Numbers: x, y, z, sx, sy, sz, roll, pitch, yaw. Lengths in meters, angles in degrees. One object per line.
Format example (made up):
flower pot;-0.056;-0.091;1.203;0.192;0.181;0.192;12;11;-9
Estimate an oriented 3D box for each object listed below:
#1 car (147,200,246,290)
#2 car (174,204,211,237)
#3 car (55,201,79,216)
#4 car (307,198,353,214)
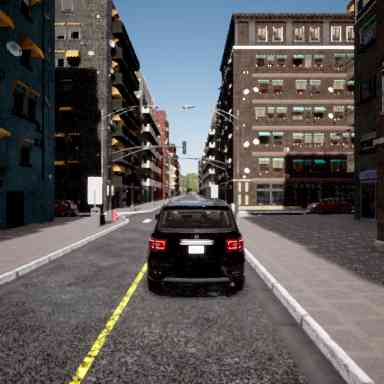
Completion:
car;0.092;1.223;9.197;2.150;2.045;5.566;0;0;0
car;-0.009;1.509;19.020;1.837;1.490;4.892;0;0;-1
car;-13.556;1.579;33.075;4.097;1.590;1.967;-1;0;0
car;13.549;1.320;33.006;4.097;1.590;1.967;-1;0;0
